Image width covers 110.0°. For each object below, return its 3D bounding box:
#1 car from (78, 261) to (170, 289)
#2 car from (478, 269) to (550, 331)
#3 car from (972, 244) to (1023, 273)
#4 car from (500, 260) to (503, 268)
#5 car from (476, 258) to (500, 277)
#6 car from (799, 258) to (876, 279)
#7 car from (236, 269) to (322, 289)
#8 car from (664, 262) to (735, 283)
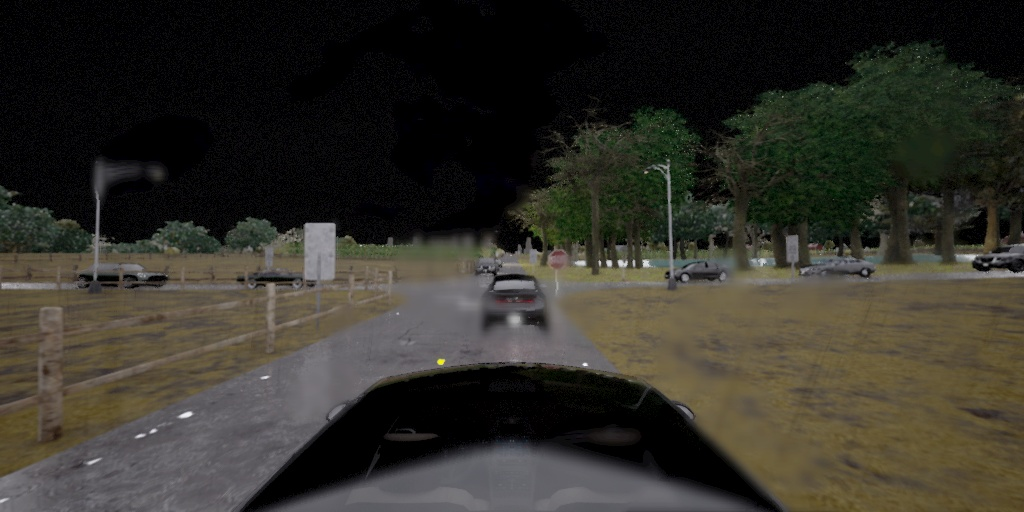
[{"bbox_3d":[-25.819,1.245,23.996,4.553,1.767,2.097,0,-2,0],"label":"car"},{"bbox_3d":[0.098,1.323,11.257,1.837,1.490,4.892,0,0,0],"label":"car"},{"bbox_3d":[38.448,0.135,27.069,5.566,2.045,2.150,-4,-2,-1],"label":"car"},{"bbox_3d":[-2.768,1.466,51.936,2.128,1.511,4.902,0,0,0],"label":"car"},{"bbox_3d":[-2.772,1.190,40.045,2.150,2.045,5.566,0,0,-1],"label":"car"},{"bbox_3d":[24.428,0.921,27.036,4.902,1.511,2.128,-2,-1,0],"label":"car"},{"bbox_3d":[-15.442,1.502,24.053,4.718,1.301,1.895,0,-2,-2],"label":"car"},{"bbox_3d":[14.065,1.204,27.015,4.892,1.490,1.837,-1,-1,0],"label":"car"}]
